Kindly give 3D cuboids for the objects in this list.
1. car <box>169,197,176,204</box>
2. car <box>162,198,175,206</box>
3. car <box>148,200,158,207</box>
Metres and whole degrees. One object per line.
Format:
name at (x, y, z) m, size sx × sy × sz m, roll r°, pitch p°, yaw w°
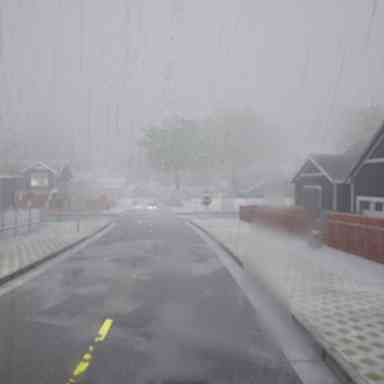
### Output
car at (-5.091, 2.286, 89.322) m, size 2.150 × 2.045 × 5.566 m, roll 0°, pitch -1°, yaw 7°
car at (-5.855, 2.634, 79.402) m, size 1.994 × 1.385 × 4.181 m, roll 0°, pitch -1°, yaw 4°
car at (-8.769, 2.562, 75.612) m, size 2.128 × 1.511 × 4.902 m, roll 0°, pitch -1°, yaw 1°
